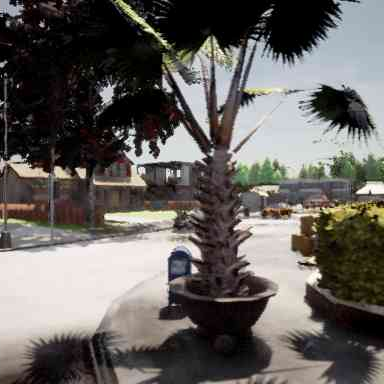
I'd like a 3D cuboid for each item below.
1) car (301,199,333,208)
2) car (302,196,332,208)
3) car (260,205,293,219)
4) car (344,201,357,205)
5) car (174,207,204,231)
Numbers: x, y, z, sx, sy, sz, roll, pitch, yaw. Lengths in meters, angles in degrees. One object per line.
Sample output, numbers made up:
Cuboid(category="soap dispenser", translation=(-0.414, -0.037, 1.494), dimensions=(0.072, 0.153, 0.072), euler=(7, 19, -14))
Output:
Cuboid(category="car", translation=(22.146, 2.059, 59.147), dimensions=(5.008, 1.535, 1.882), euler=(-1, -1, 35))
Cuboid(category="car", translation=(17.734, 1.405, 47.084), dimensions=(2.150, 2.045, 5.566), euler=(-1, -1, 35))
Cuboid(category="car", translation=(8.675, 1.966, 34.086), dimensions=(1.895, 1.301, 4.718), euler=(-1, -1, 35))
Cuboid(category="car", translation=(22.515, 1.988, 46.864), dimensions=(1.994, 1.385, 4.181), euler=(-1, -1, 36))
Cuboid(category="car", translation=(0.725, 1.771, 22.558), dimensions=(2.128, 1.511, 4.902), euler=(-1, -1, 35))
